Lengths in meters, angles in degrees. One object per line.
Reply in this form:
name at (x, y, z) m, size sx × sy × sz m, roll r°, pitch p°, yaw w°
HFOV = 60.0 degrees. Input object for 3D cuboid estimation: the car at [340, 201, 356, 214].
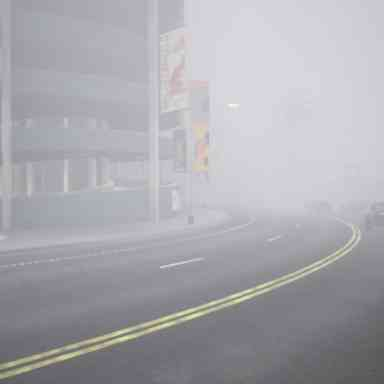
car at (18.082, 1.632, 36.834) m, size 1.994 × 1.385 × 4.181 m, roll 0°, pitch 0°, yaw 0°

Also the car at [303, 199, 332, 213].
car at (14.537, 1.604, 38.806) m, size 1.837 × 1.490 × 4.892 m, roll 0°, pitch 0°, yaw -3°

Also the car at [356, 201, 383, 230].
car at (11.932, 1.382, 20.994) m, size 2.097 × 1.767 × 4.553 m, roll 0°, pitch 0°, yaw 22°

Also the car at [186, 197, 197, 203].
car at (-0.735, 1.884, 83.037) m, size 2.231 × 1.521 × 4.892 m, roll 0°, pitch 0°, yaw -34°
